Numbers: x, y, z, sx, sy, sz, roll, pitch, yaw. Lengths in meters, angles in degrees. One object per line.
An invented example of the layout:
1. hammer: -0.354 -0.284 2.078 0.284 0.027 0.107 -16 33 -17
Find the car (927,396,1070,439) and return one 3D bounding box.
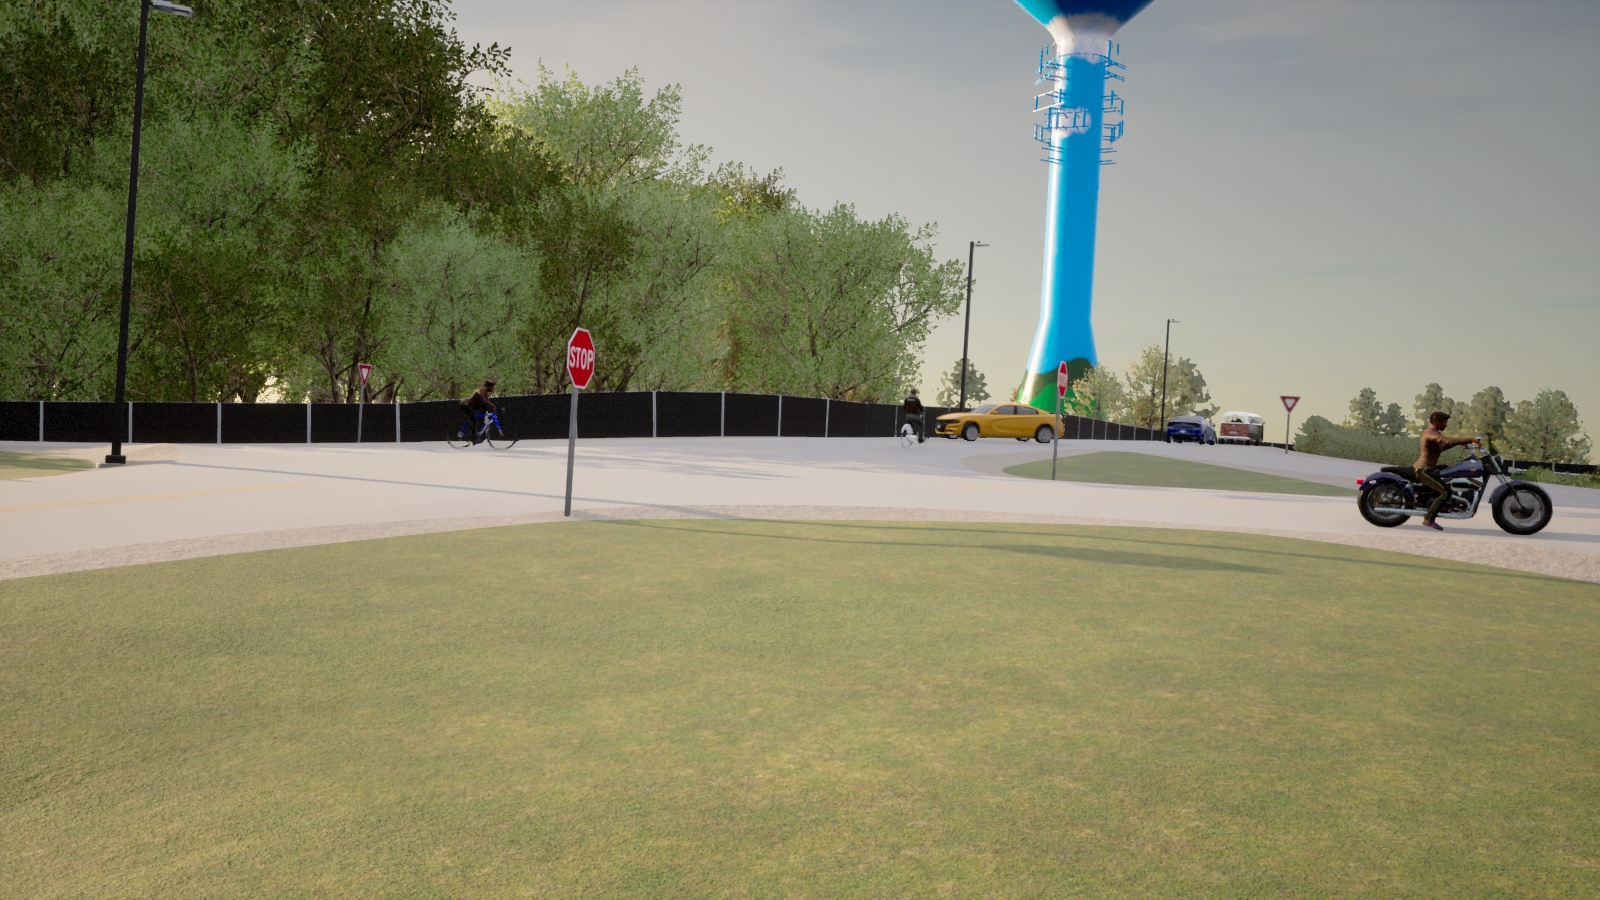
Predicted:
1. car: 7.528 -1.243 47.706 5.008 1.535 1.882 0 2 -18

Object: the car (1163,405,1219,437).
1. car: 20.603 -1.501 66.068 1.882 1.535 5.008 2 1 28

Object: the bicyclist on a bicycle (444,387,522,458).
1. bicyclist on a bicycle: -7.365 -0.639 29.182 1.656 1.620 0.582 1 1 -1

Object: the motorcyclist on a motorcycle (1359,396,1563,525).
1. motorcyclist on a motorcycle: 8.805 0.103 16.864 2.350 1.649 0.766 1 3 24

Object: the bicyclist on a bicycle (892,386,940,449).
1. bicyclist on a bicycle: 3.371 -0.966 36.416 0.659 1.776 1.843 2 3 29

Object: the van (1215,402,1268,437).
1. van: 27.160 -1.883 77.151 2.069 2.038 4.480 2 2 32
